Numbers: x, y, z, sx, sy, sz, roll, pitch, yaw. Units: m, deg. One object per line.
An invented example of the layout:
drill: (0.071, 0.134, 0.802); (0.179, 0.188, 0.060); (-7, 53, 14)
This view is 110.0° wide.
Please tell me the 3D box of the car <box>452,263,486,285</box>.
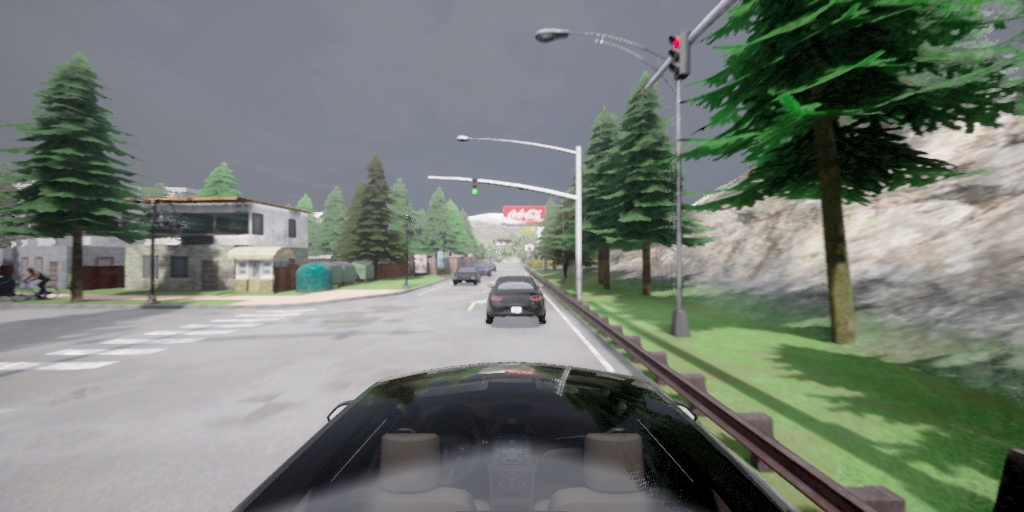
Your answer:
car: (-3.519, 1.548, 28.994); (2.033, 1.411, 5.357); (0, -1, 0)

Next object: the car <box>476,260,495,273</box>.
car: (-3.479, 1.463, 41.243); (2.097, 1.767, 4.553); (0, 0, 0)

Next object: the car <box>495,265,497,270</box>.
car: (-3.421, 1.740, 56.608); (2.128, 1.511, 4.902); (0, -1, -1)

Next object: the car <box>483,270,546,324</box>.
car: (0.119, 1.383, 12.375); (1.812, 1.442, 4.674); (0, -1, 0)

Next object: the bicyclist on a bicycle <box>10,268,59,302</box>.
bicyclist on a bicycle: (-23.089, 1.384, 17.367); (0.582, 1.620, 1.656); (0, 0, 7)
